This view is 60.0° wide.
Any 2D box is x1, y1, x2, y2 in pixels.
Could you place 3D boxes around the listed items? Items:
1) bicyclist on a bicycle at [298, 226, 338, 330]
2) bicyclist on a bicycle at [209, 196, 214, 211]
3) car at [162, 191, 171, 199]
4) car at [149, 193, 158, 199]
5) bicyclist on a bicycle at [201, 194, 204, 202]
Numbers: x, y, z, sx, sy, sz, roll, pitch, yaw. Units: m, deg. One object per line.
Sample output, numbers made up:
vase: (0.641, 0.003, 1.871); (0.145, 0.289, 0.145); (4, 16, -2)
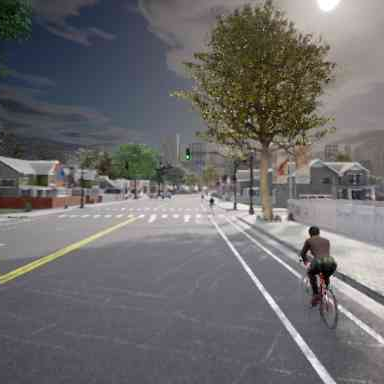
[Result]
bicyclist on a bicycle: (2.251, 1.455, 5.976); (0.582, 1.620, 1.656); (0, 0, 0)
bicyclist on a bicycle: (2.264, 1.380, 38.099); (0.659, 1.776, 1.843); (0, 0, 0)
car: (-6.483, 0.803, 84.819); (2.150, 2.045, 5.566); (0, 0, 0)
car: (-9.733, 1.102, 84.850); (1.812, 1.442, 4.674); (0, 0, 0)
bicyclist on a bicycle: (2.263, 1.348, 72.045); (0.659, 1.776, 1.843); (0, 0, 0)
